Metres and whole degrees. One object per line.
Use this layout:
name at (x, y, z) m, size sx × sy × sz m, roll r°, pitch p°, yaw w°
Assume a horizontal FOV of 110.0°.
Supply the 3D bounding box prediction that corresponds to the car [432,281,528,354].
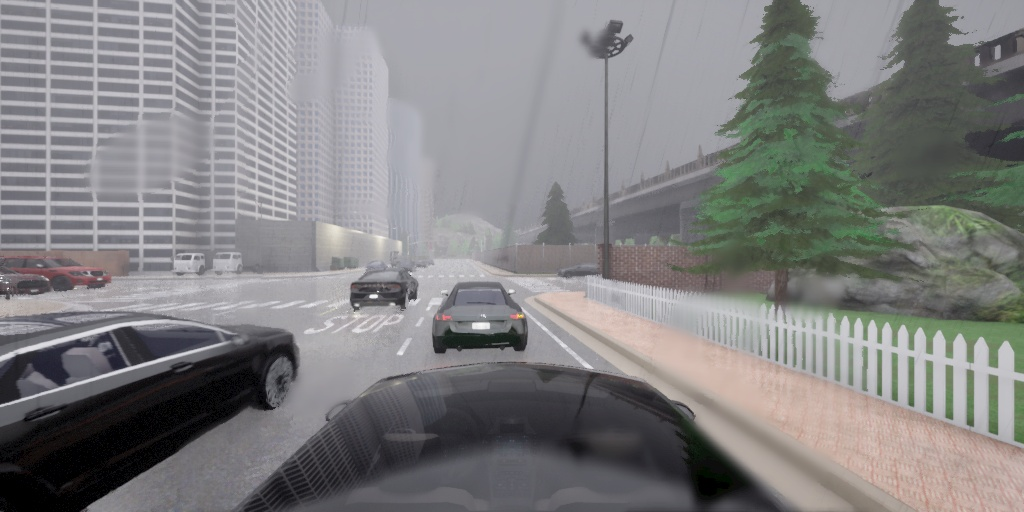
car at (-0.821, 1.314, 8.883) m, size 1.994 × 1.385 × 4.181 m, roll 0°, pitch 0°, yaw -7°

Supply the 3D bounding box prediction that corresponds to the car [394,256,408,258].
car at (-18.509, 0.968, 59.456) m, size 2.150 × 2.045 × 5.566 m, roll 0°, pitch 0°, yaw -8°

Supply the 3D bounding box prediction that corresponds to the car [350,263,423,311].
car at (-5.035, 1.237, 14.660) m, size 1.882 × 1.535 × 5.008 m, roll 0°, pitch 0°, yaw -7°

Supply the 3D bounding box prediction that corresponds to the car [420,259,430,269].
car at (-14.614, 1.313, 56.784) m, size 1.994 × 1.385 × 4.181 m, roll 0°, pitch 0°, yaw -8°

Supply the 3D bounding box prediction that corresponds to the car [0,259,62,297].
car at (-26.123, 1.157, 17.666) m, size 4.553 × 1.767 × 2.097 m, roll 0°, pitch 0°, yaw -8°

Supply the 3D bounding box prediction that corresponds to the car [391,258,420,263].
car at (-12.700, 1.296, 43.051) m, size 2.033 × 1.411 × 5.357 m, roll 0°, pitch 0°, yaw -8°

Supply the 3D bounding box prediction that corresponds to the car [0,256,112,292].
car at (-27.362, 1.026, 21.044) m, size 5.566 × 2.045 × 2.150 m, roll 0°, pitch 0°, yaw -8°

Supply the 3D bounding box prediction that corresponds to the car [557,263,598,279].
car at (6.464, 1.331, 33.039) m, size 4.674 × 1.442 × 1.812 m, roll 0°, pitch 0°, yaw -7°

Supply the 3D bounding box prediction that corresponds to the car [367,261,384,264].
car at (-16.223, 1.275, 42.975) m, size 1.812 × 1.442 × 4.674 m, roll 0°, pitch 0°, yaw -8°

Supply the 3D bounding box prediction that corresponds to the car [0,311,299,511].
car at (-3.862, 1.242, 3.162) m, size 2.128 × 1.511 × 4.902 m, roll 0°, pitch 0°, yaw -3°
